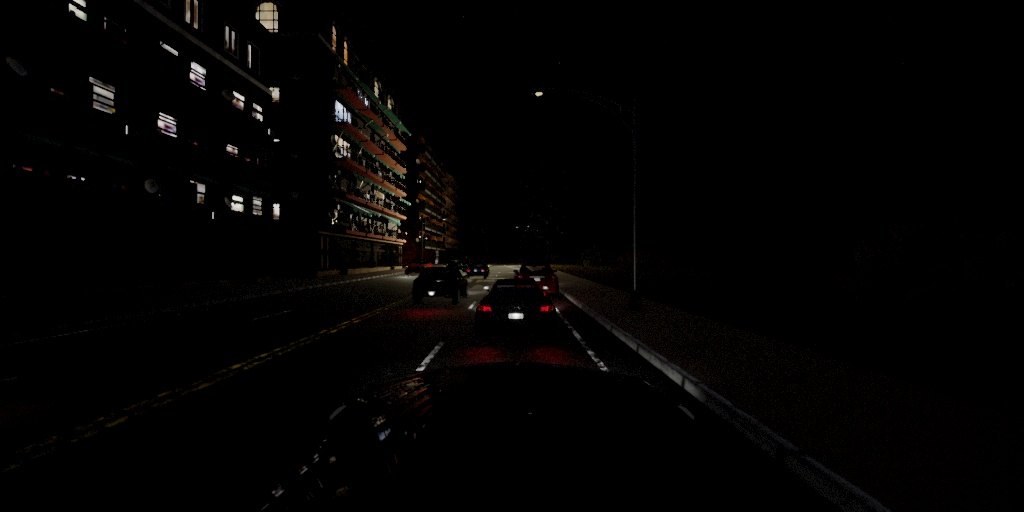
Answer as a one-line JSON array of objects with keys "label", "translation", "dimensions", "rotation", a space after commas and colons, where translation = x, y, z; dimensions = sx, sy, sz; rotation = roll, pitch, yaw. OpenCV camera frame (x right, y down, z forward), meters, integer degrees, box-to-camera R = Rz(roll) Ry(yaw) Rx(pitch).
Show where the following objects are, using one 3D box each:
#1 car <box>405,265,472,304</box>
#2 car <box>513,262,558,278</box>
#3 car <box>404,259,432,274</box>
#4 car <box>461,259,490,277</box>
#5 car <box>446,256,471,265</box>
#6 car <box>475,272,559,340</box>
[{"label": "car", "translation": [-3.127, 1.251, 16.306], "dimensions": [1.837, 1.490, 4.892], "rotation": [0, -2, 0]}, {"label": "car", "translation": [1.161, 1.103, 18.615], "dimensions": [2.097, 1.767, 4.553], "rotation": [0, 0, 0]}, {"label": "car", "translation": [-9.798, 1.103, 37.847], "dimensions": [2.097, 1.767, 4.553], "rotation": [0, 0, 0]}, {"label": "car", "translation": [-3.104, 1.300, 33.236], "dimensions": [2.033, 1.411, 5.357], "rotation": [0, 0, 0]}, {"label": "car", "translation": [-6.540, 0.973, 43.297], "dimensions": [2.150, 2.045, 5.566], "rotation": [0, 0, 0]}, {"label": "car", "translation": [0.106, 1.315, 10.036], "dimensions": [1.994, 1.385, 4.181], "rotation": [0, 0, 1]}]
